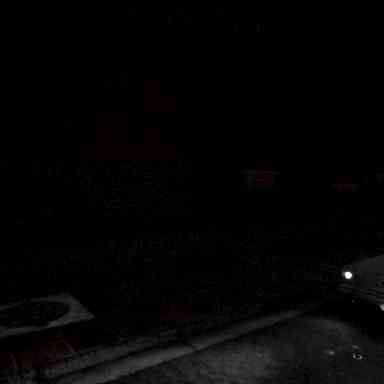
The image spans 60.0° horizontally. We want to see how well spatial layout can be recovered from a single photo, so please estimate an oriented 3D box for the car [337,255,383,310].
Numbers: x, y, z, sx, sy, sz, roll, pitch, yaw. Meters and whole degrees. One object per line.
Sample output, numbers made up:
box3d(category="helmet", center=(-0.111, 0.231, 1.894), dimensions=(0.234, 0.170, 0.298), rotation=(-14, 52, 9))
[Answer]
box3d(category="car", center=(4.950, 1.550, 6.592), dimensions=(4.718, 1.301, 1.895), rotation=(0, 0, -35))
